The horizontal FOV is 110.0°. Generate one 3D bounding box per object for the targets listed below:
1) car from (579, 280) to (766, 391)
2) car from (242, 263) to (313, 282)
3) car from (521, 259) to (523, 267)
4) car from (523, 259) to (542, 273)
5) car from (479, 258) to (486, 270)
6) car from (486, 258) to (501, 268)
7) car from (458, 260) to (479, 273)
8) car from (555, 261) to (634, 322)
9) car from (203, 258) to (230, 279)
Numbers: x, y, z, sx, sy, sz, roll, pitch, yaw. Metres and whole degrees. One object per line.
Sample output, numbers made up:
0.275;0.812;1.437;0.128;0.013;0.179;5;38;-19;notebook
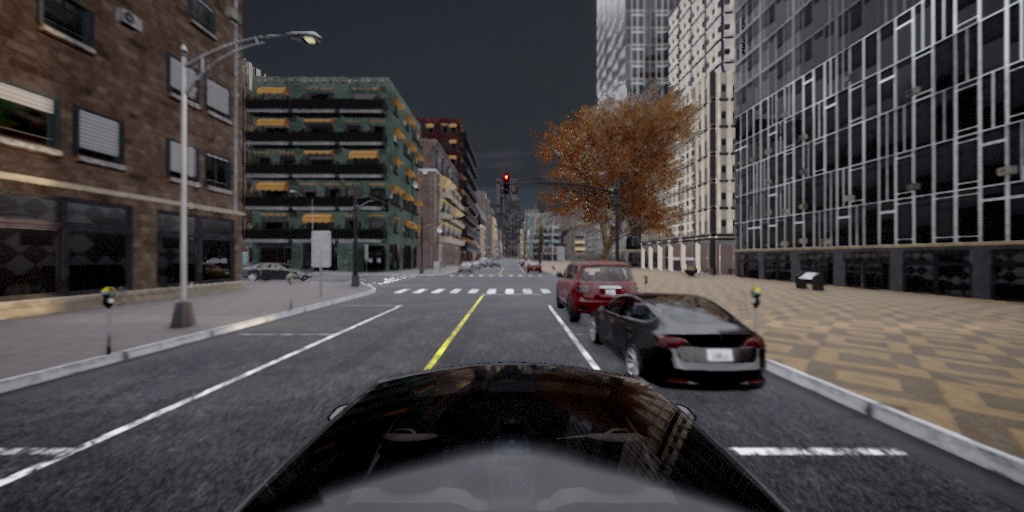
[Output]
2.694;1.324;6.726;1.948;1.339;4.313;0;0;0;car
-16.429;1.130;25.225;4.403;1.370;2.007;0;0;-1;car
2.703;1.386;55.871;1.751;1.417;4.829;0;0;0;car
2.701;1.377;44.636;1.888;1.381;4.507;0;0;0;car
-5.677;1.411;55.704;2.007;1.370;4.403;0;0;0;car
-2.985;1.429;64.202;2.033;1.411;5.357;0;0;0;car
-5.679;1.382;44.638;2.007;1.370;4.403;0;0;0;car
2.695;1.082;12.249;2.192;1.841;5.009;0;0;0;car
-21.826;1.027;25.171;4.829;1.417;1.751;0;0;-1;car
